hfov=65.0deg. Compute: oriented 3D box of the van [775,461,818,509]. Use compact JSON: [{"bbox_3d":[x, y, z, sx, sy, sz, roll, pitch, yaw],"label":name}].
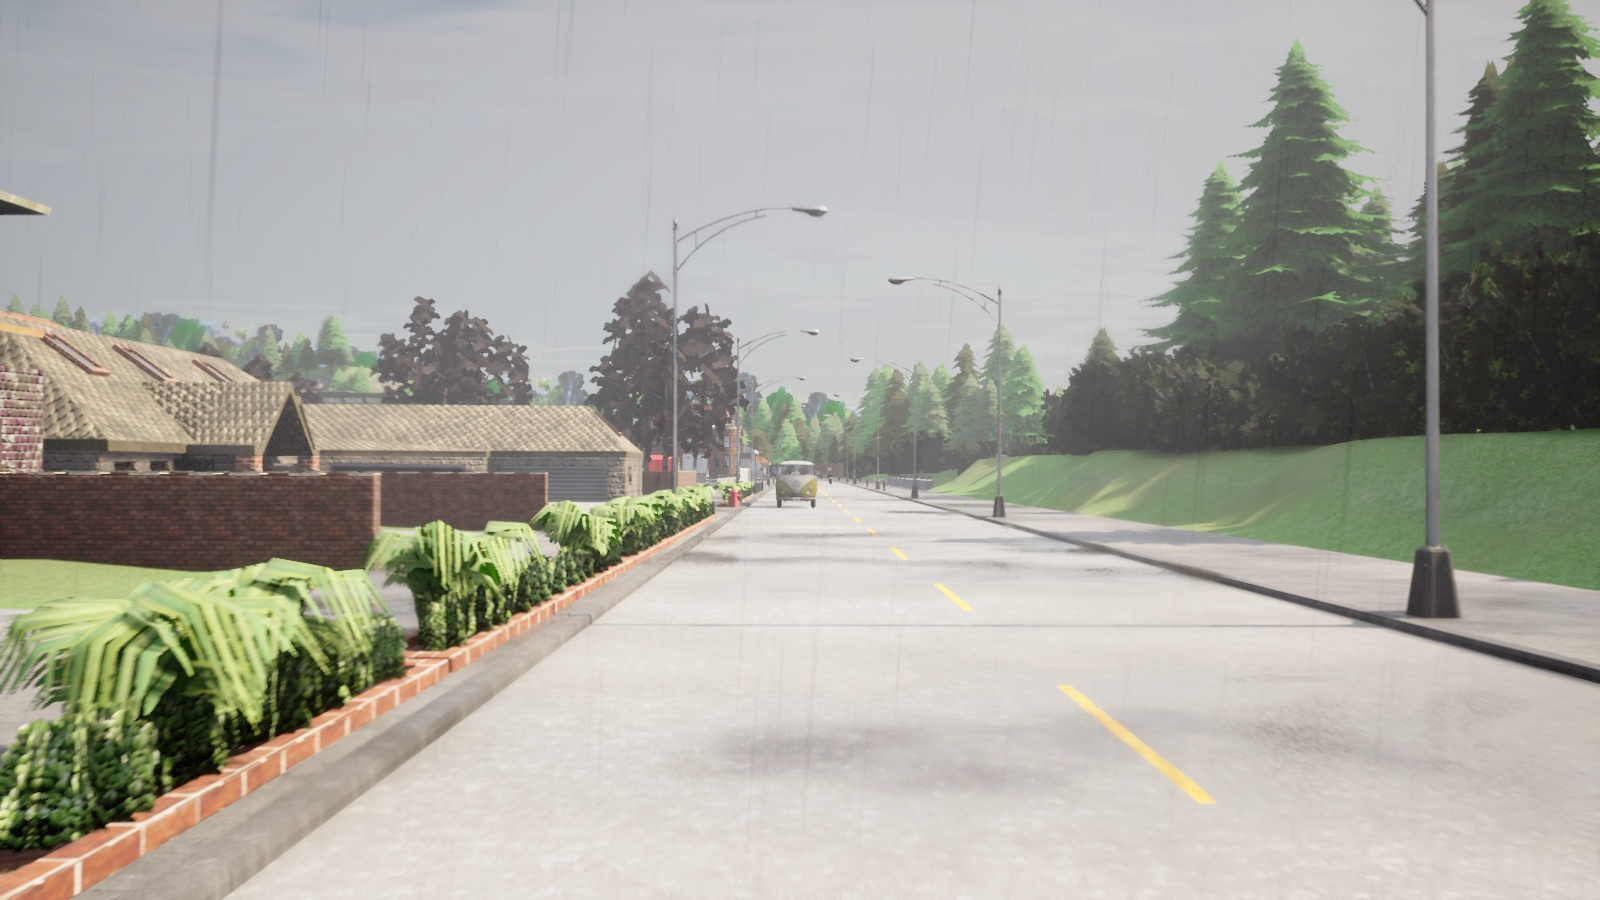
[{"bbox_3d":[-0.146,1.471,53.940,1.775,1.987,4.442,0,-1,0],"label":"van"}]
